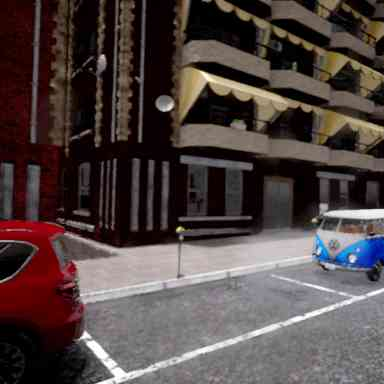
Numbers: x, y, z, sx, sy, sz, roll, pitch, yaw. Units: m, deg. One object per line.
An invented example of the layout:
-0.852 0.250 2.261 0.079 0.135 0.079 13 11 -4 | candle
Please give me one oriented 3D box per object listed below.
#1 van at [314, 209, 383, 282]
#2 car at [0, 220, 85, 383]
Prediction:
5.317 1.434 9.865 3.998 1.788 1.690 1 1 -35 | van
-3.683 1.306 3.439 5.009 1.841 2.192 1 1 -35 | car
